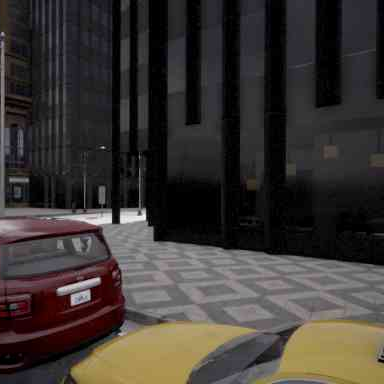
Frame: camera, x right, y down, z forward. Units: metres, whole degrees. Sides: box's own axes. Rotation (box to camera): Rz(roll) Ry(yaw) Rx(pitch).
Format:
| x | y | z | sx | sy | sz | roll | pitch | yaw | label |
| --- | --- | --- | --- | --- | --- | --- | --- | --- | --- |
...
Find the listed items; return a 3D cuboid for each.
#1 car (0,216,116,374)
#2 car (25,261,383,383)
| x | y | z | sx | sy | sz | roll | pitch | yaw | label |
| --- | --- | --- | --- | --- | --- | --- | --- | --- | --- |
| -3.242 | 1.314 | 5.271 | 5.009 | 1.841 | 2.192 | 0 | 0 | 36 | car |
| 1.037 | 1.525 | 2.220 | 4.829 | 1.417 | 1.752 | 0 | 0 | 36 | car |
